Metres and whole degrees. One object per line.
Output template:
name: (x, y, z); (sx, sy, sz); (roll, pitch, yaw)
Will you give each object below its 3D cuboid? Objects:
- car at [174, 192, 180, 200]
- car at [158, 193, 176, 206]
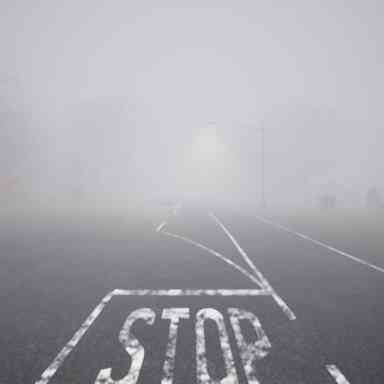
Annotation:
car: (-3.719, 0.882, 73.232); (1.837, 1.490, 4.892); (0, 0, 3)
car: (-3.541, 1.139, 45.119); (1.812, 1.442, 4.674); (0, 0, 0)
